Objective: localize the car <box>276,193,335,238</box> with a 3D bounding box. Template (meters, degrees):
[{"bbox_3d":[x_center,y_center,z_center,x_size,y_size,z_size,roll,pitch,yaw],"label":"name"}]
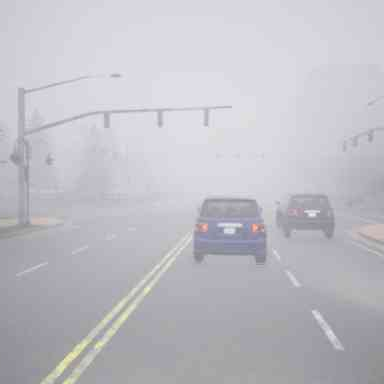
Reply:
[{"bbox_3d":[5.548,1.052,16.841,2.150,2.045,5.566,0,1,9],"label":"car"}]

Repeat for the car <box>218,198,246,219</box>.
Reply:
[{"bbox_3d":[3.367,1.258,27.290,2.033,1.411,5.357,0,1,9],"label":"car"}]

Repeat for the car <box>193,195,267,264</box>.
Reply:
[{"bbox_3d":[1.298,1.098,11.550,2.150,2.045,5.566,0,1,6],"label":"car"}]
